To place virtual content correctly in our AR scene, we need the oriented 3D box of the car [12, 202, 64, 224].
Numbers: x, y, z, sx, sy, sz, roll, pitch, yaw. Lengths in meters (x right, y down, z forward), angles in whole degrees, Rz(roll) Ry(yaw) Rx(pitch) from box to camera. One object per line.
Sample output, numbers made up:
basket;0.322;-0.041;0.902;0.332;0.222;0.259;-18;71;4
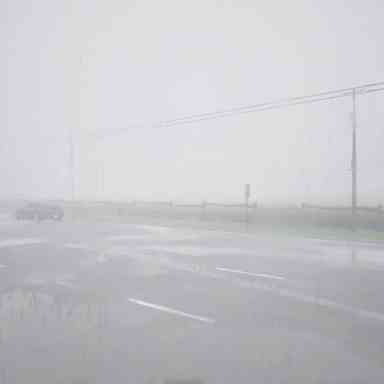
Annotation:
car;-11.714;1.503;25.204;4.892;1.490;1.837;-1;0;35
